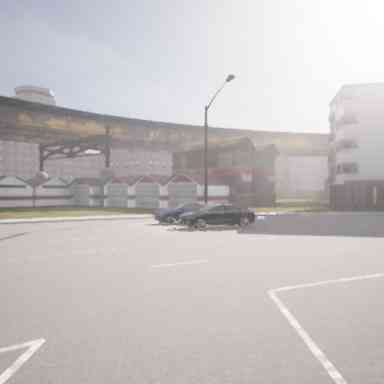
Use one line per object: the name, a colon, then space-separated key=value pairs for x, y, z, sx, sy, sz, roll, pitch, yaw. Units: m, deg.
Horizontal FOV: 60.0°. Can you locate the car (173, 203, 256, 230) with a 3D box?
car: x=1.575 y=1.472 z=20.653 sx=4.892 sy=1.490 sz=1.837 roll=0 pitch=-2 yaw=-19

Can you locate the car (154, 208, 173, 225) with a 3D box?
car: x=-0.371 y=1.486 z=23.617 sx=4.674 sy=1.442 sz=1.812 roll=0 pitch=-1 yaw=-20
